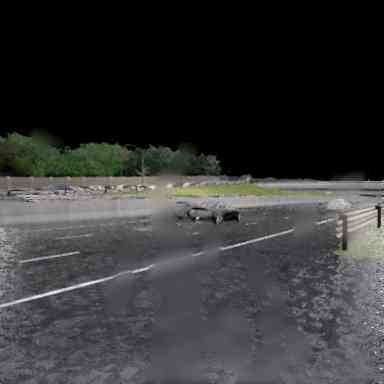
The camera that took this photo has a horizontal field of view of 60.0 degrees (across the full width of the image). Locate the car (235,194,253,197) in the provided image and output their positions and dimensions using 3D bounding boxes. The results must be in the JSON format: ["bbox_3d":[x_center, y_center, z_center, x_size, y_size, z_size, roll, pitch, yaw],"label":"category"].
[{"bbox_3d":[9.937,1.411,57.934,1.895,1.301,4.718,1,0,35],"label":"car"}]

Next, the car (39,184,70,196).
[{"bbox_3d":[-23.227,-0.287,56.530,2.150,2.045,5.566,1,2,22],"label":"car"}]

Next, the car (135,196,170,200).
[{"bbox_3d":[-3.753,1.306,38.856,2.033,1.411,5.357,1,0,36],"label":"car"}]

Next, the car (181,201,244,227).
[{"bbox_3d":[1.776,1.382,22.200,2.128,1.511,4.902,1,0,36],"label":"car"}]

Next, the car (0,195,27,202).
[{"bbox_3d":[-14.241,1.070,24.245,2.097,1.767,4.553,1,0,36],"label":"car"}]

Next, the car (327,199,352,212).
[{"bbox_3d":[16.126,1.466,36.418,1.812,1.442,4.674,1,0,35],"label":"car"}]

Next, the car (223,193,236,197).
[{"bbox_3d":[6.719,1.123,59.452,2.097,1.767,4.553,1,0,36],"label":"car"}]

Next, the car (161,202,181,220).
[{"bbox_3d":[-0.393,1.422,25.182,1.994,1.385,4.181,1,0,36],"label":"car"}]

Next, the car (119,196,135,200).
[{"bbox_3d":[-7.422,1.215,39.737,2.128,1.511,4.902,1,0,36],"label":"car"}]
